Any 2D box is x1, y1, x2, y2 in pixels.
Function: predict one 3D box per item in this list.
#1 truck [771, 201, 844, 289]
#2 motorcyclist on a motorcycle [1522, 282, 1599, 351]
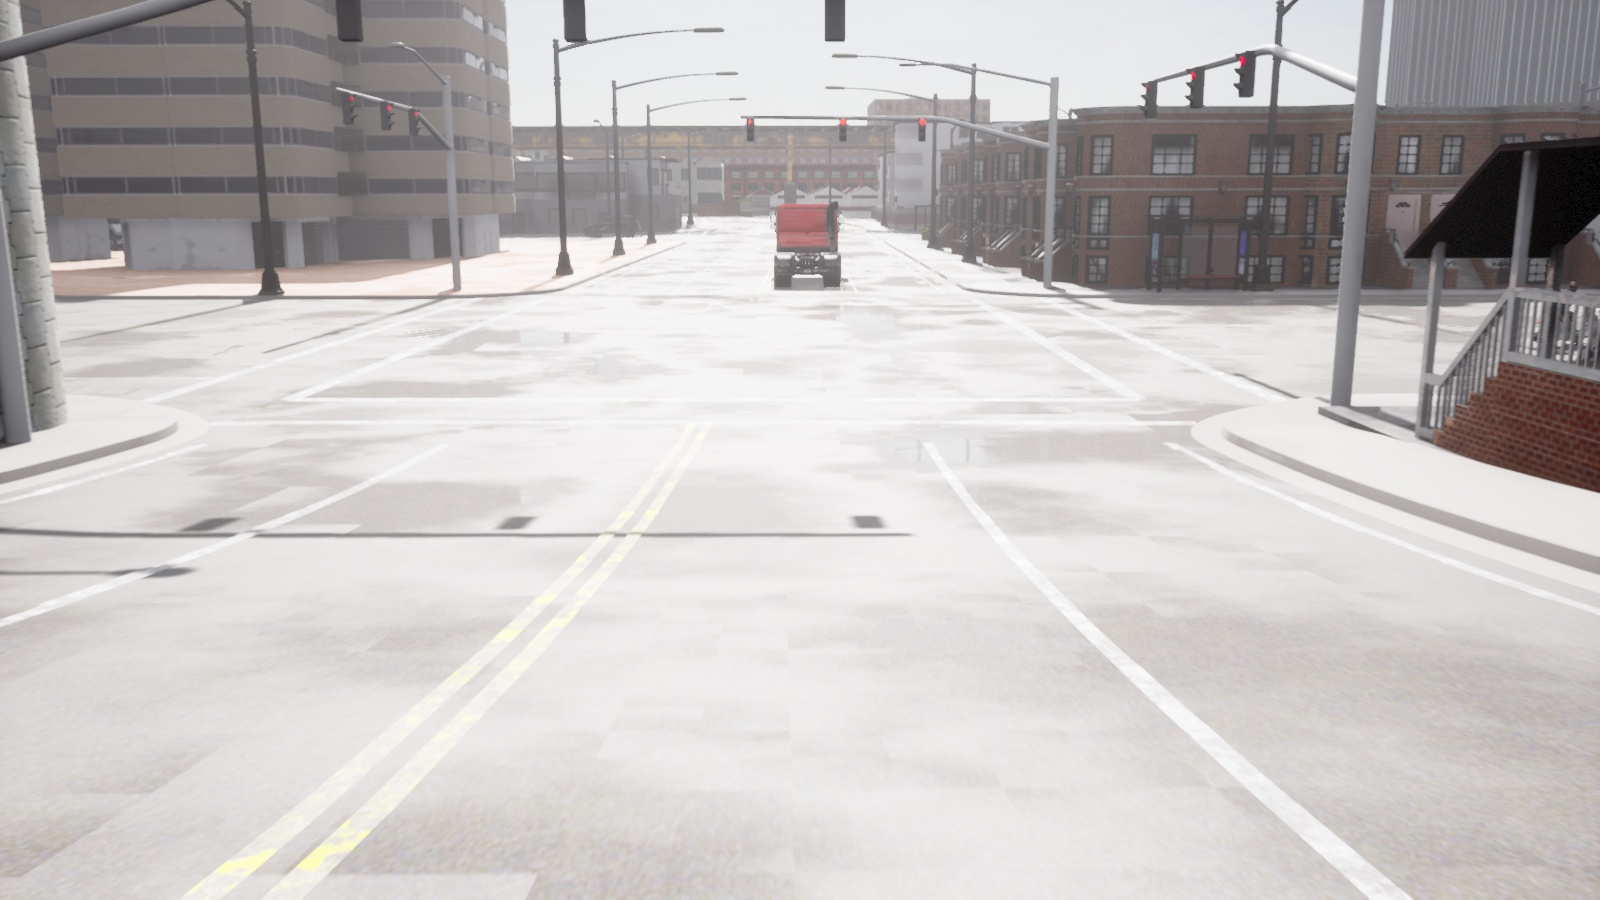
[{"bbox_3d":[0.331,-8.968,54.295,2.891,3.462,7.936,0,11,0],"label":"truck"},{"bbox_3d":[18.852,-3.267,30.610,1.817,1.590,0.866,0,12,1],"label":"motorcyclist on a motorcycle"}]
